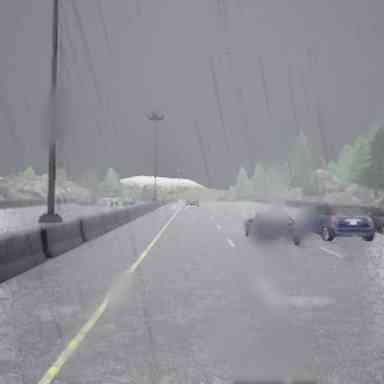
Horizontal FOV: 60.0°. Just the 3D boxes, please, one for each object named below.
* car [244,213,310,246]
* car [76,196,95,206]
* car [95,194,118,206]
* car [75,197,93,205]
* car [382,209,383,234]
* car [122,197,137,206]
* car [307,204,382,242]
[{"bbox_3d":[3.599,1.631,15.414,1.895,1.301,4.718,0,0,0],"label":"car"},{"bbox_3d":[-17.528,1.461,56.281,2.097,1.767,4.553,0,0,1],"label":"car"},{"bbox_3d":[-14.025,1.328,56.052,2.150,2.045,5.566,0,0,1],"label":"car"},{"bbox_3d":[-21.003,1.648,64.823,1.812,1.442,4.674,0,0,0],"label":"car"},{"bbox_3d":[10.600,1.599,17.959,1.994,1.385,4.181,0,0,0],"label":"car"},{"bbox_3d":[-10.531,1.635,56.244,1.812,1.442,4.674,0,0,1],"label":"car"},{"bbox_3d":[7.100,1.384,16.759,2.097,1.767,4.553,0,0,0],"label":"car"}]
